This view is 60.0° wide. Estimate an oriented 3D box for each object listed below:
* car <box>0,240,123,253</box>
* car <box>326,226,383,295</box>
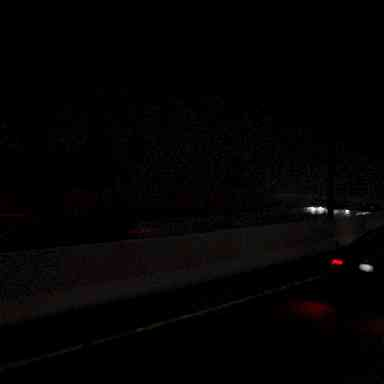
[{"bbox_3d":[-4.436,1.575,9.549,5.357,1.411,2.033,0,0,-37],"label":"car"},{"bbox_3d":[5.346,1.557,8.264,5.357,1.411,2.033,0,0,-41],"label":"car"}]
